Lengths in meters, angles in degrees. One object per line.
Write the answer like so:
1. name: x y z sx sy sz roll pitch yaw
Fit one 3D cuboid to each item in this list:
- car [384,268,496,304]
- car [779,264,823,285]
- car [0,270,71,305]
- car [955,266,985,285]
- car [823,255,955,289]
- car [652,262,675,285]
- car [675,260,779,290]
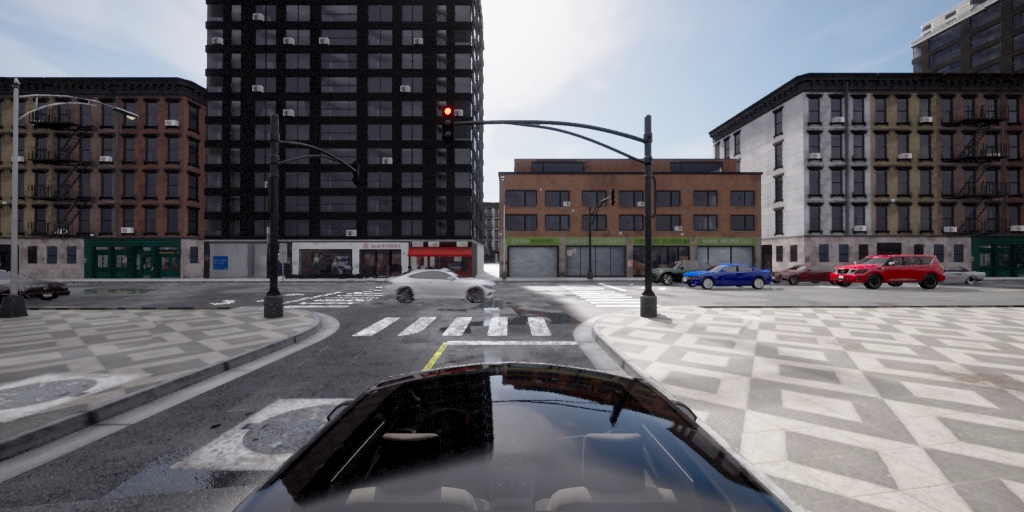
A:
1. car: -3.030 1.238 15.303 4.674 1.442 1.812 0 0 0
2. car: 20.794 1.273 25.312 4.674 1.442 1.812 0 0 0
3. car: -22.389 1.297 15.243 5.357 1.411 2.033 0 0 0
4. car: 29.998 1.329 25.345 4.718 1.301 1.895 0 0 0
5. car: 23.031 0.937 22.084 5.566 2.045 2.150 0 0 0
6. car: 11.967 1.117 25.302 4.553 1.767 2.097 0 0 0
7. car: 13.104 1.213 22.043 5.008 1.535 1.882 0 0 -2
